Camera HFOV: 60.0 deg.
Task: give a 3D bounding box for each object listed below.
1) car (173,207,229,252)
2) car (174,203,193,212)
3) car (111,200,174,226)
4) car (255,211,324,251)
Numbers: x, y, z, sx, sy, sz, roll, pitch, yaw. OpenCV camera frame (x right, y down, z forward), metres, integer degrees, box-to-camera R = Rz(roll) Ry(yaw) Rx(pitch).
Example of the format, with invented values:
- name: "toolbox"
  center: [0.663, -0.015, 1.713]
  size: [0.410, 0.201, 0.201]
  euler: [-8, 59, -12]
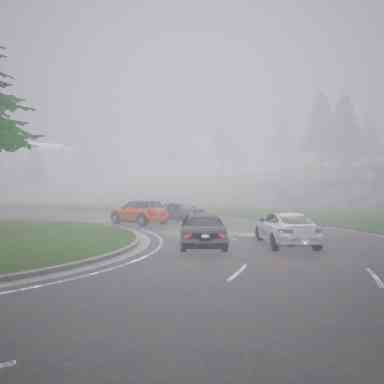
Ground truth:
- name: "car"
  center: [0.439, 1.564, 13.908]
  size: [2.033, 1.411, 5.357]
  euler: [0, 0, 0]
- name: "car"
  center: [-1.389, 1.564, 26.004]
  size: [5.357, 1.411, 2.033]
  euler: [0, 0, 43]
- name: "car"
  center: [-3.755, 1.367, 23.424]
  size: [4.553, 1.767, 2.097]
  euler: [0, 0, 43]
- name: "car"
  center: [3.939, 1.534, 13.922]
  size: [1.812, 1.442, 4.674]
  euler: [0, 0, 0]
